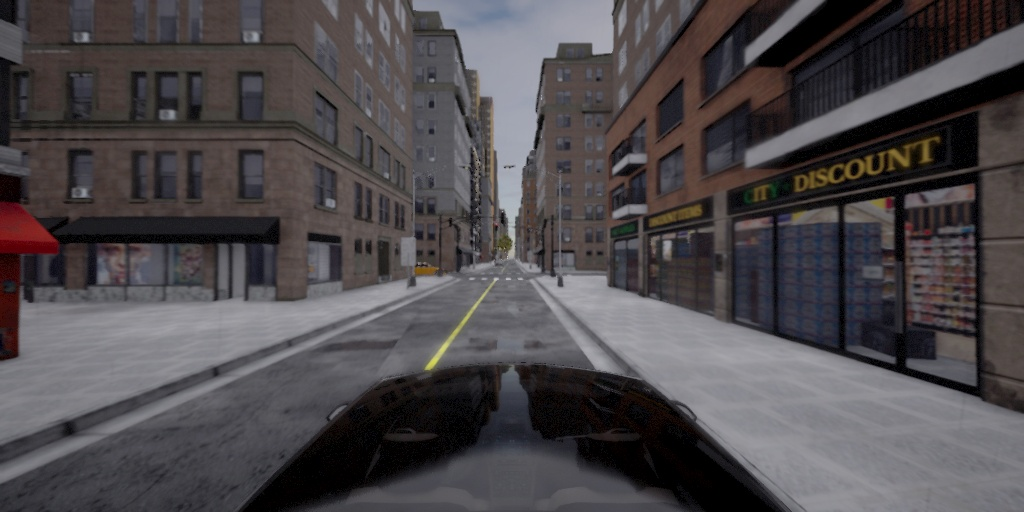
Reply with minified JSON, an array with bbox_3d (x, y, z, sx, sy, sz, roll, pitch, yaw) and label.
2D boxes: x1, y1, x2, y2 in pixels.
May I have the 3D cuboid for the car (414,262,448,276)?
[{"bbox_3d":[-9.357,1.438,38.549,5.008,1.535,1.882,2,0,0],"label":"car"}]
